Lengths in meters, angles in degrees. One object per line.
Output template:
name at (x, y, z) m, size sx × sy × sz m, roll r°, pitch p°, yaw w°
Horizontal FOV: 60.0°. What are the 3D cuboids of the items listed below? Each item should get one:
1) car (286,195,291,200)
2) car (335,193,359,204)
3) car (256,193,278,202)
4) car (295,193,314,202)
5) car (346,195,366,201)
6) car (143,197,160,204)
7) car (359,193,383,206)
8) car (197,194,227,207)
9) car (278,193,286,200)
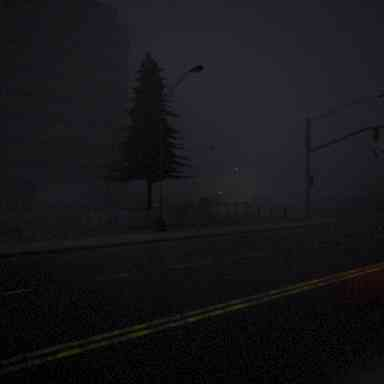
car at (23.459, 1.167, 86.967) m, size 1.932 × 1.855 × 4.605 m, roll 0°, pitch 0°, yaw -36°
car at (36.719, 1.168, 77.922) m, size 1.932 × 1.855 × 4.605 m, roll 0°, pitch 0°, yaw -36°
car at (18.945, 1.408, 83.690) m, size 1.970 × 1.475 × 3.806 m, roll 0°, pitch 0°, yaw -36°
car at (23.010, 1.407, 68.044) m, size 1.970 × 1.475 × 3.806 m, roll 0°, pitch 0°, yaw -36°
car at (39.116, 1.380, 79.550) m, size 1.784 × 1.438 × 3.905 m, roll 0°, pitch 0°, yaw -36°
car at (-7.919, 1.617, 65.326) m, size 1.994 × 1.385 × 4.181 m, roll 0°, pitch 0°, yaw -36°
car at (28.553, 1.164, 50.613) m, size 1.932 × 1.855 × 4.605 m, roll 0°, pitch 0°, yaw -36°
car at (2.652, 1.511, 50.439) m, size 1.837 × 1.490 × 4.892 m, roll 0°, pitch 0°, yaw -36°
car at (21.303, 1.377, 85.369) m, size 1.784 × 1.438 × 3.905 m, roll 0°, pitch 0°, yaw -36°
